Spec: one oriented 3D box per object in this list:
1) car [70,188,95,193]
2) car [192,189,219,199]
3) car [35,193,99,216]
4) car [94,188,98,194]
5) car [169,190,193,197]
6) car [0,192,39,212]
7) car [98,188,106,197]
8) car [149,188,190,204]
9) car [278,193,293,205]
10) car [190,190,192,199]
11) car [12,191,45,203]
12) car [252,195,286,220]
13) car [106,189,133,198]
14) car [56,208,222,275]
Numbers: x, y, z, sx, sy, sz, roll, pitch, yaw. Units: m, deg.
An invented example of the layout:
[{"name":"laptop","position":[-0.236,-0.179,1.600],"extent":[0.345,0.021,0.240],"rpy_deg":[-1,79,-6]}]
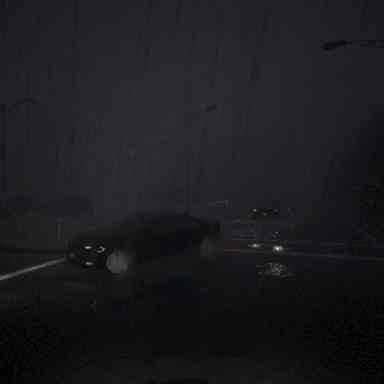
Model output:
[{"name":"car","position":[-18.566,0.537,53.716],"extent":[4.514,1.523,2.007],"rpy_deg":[0,1,18]},{"name":"car","position":[1.553,0.347,56.796],"extent":[5.027,1.636,2.152],"rpy_deg":[0,1,18]},{"name":"car","position":[-9.085,1.034,24.210],"extent":[3.633,1.501,1.845],"rpy_deg":[0,1,18]},{"name":"car","position":[-21.983,0.396,67.959],"extent":[3.806,1.475,1.970],"rpy_deg":[0,1,18]},{"name":"car","position":[-2.233,0.322,68.698],"extent":[4.514,1.523,2.007],"rpy_deg":[0,1,18]},{"name":"car","position":[-15.173,0.971,29.394],"extent":[3.806,1.475,1.970],"rpy_deg":[0,1,18]},{"name":"car","position":[-20.347,0.070,70.913],"extent":[3.866,1.878,1.905],"rpy_deg":[0,1,18]},{"name":"car","position":[-3.047,0.506,41.780],"extent":[4.605,1.855,1.932],"rpy_deg":[0,1,18]},{"name":"car","position":[12.096,0.871,43.691],"extent":[1.837,1.490,4.892],"rpy_deg":[0,1,19]},{"name":"car","position":[-2.515,0.445,44.665],"extent":[3.866,1.878,1.905],"rpy_deg":[0,1,18]},{"name":"car","position":[-21.783,0.694,44.257],"extent":[3.633,1.501,1.845],"rpy_deg":[0,1,18]},{"name":"car","position":[5.559,1.171,24.204],"extent":[1.812,1.442,4.674],"rpy_deg":[0,1,19]},{"name":"car","position":[-13.931,0.170,65.296],"extent":[4.605,1.855,1.932],"rpy_deg":[0,1,18]},{"name":"car","position":[-1.233,1.335,10.243],"extent":[5.008,1.535,1.882],"rpy_deg":[-1,2,-41]}]
